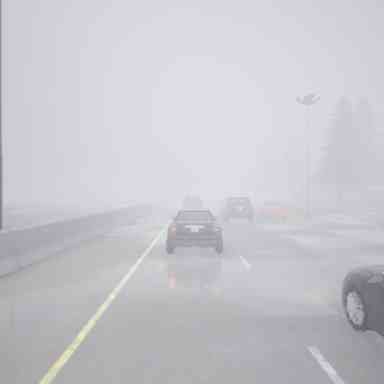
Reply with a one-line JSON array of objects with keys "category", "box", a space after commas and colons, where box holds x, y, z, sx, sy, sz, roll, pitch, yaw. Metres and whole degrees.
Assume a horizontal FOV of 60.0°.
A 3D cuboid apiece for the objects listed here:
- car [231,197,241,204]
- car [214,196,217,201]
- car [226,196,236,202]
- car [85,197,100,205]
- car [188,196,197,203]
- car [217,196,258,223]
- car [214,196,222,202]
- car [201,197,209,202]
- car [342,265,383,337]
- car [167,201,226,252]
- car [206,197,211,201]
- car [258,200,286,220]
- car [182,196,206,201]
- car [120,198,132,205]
[{"category": "car", "box": [10.507, 1.973, 79.809, 1.812, 1.442, 4.674, 0, 0, 0]}, {"category": "car", "box": [7.007, 2.004, 80.193, 1.994, 1.385, 4.181, 0, 0, 0]}, {"category": "car", "box": [10.507, 1.871, 89.813, 2.128, 1.511, 4.902, 0, 0, 0]}, {"category": "car", "box": [-20.994, 1.761, 70.488, 2.097, 1.767, 4.553, 0, 0, 0]}, {"category": "car", "box": [0.007, 1.805, 79.709, 2.097, 1.767, 4.553, 0, 0, 0]}, {"category": "car", "box": [3.603, 1.380, 27.391, 2.150, 2.045, 5.566, 0, 0, 0]}, {"category": "car", "box": [7.007, 1.874, 89.871, 1.812, 1.442, 4.674, 0, 0, 0]}, {"category": "car", "box": [3.507, 1.942, 89.843, 1.895, 1.301, 4.718, 0, 0, 0]}, {"category": "car", "box": [3.600, 1.530, 4.041, 1.837, 1.490, 4.892, 0, 0, 0]}, {"category": "car", "box": [0.101, 1.434, 14.361, 2.097, 1.767, 4.553, 0, 0, 0]}, {"category": "car", "box": [3.507, 1.986, 79.393, 2.033, 1.411, 5.357, 0, 0, 0]}, {"category": "car", "box": [7.103, 1.527, 30.614, 2.097, 1.767, 4.553, 0, 0, 0]}, {"category": "car", "box": [0.103, 1.435, 36.857, 2.150, 2.045, 5.566, 0, 0, 0]}, {"category": "car", "box": [-13.994, 1.958, 70.456, 1.994, 1.385, 4.181, 0, 0, 0]}]
